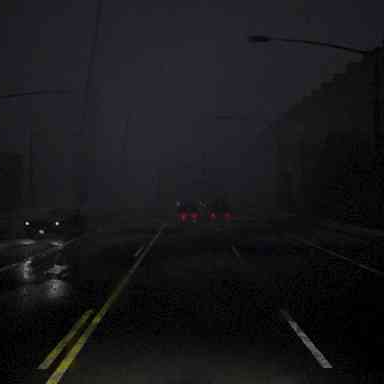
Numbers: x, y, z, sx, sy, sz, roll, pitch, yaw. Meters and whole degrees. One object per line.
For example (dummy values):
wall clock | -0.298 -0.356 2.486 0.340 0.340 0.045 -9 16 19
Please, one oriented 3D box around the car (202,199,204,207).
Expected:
car | 0.954 1.601 47.950 1.895 1.301 4.718 0 0 -20

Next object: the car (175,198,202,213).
car | -0.470 1.492 36.602 2.128 1.511 4.902 0 0 -3

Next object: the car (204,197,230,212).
car | 2.944 1.352 38.144 2.097 1.767 4.553 0 0 -4

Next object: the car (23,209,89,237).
car | -7.236 1.601 18.193 1.895 1.301 4.718 0 0 0

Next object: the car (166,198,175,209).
car | -2.143 1.547 46.840 2.033 1.411 5.357 0 0 -21
